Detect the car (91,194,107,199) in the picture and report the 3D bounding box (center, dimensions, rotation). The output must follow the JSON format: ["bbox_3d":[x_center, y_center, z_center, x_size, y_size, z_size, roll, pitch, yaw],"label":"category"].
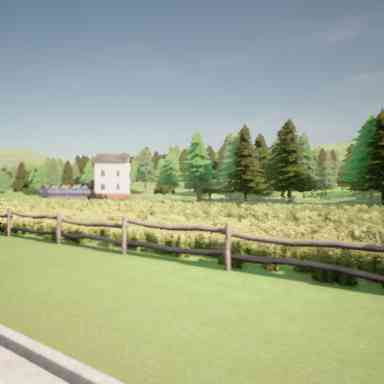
[{"bbox_3d":[-23.183,1.178,82.582,4.605,1.855,1.932,0,0,35],"label":"car"}]
